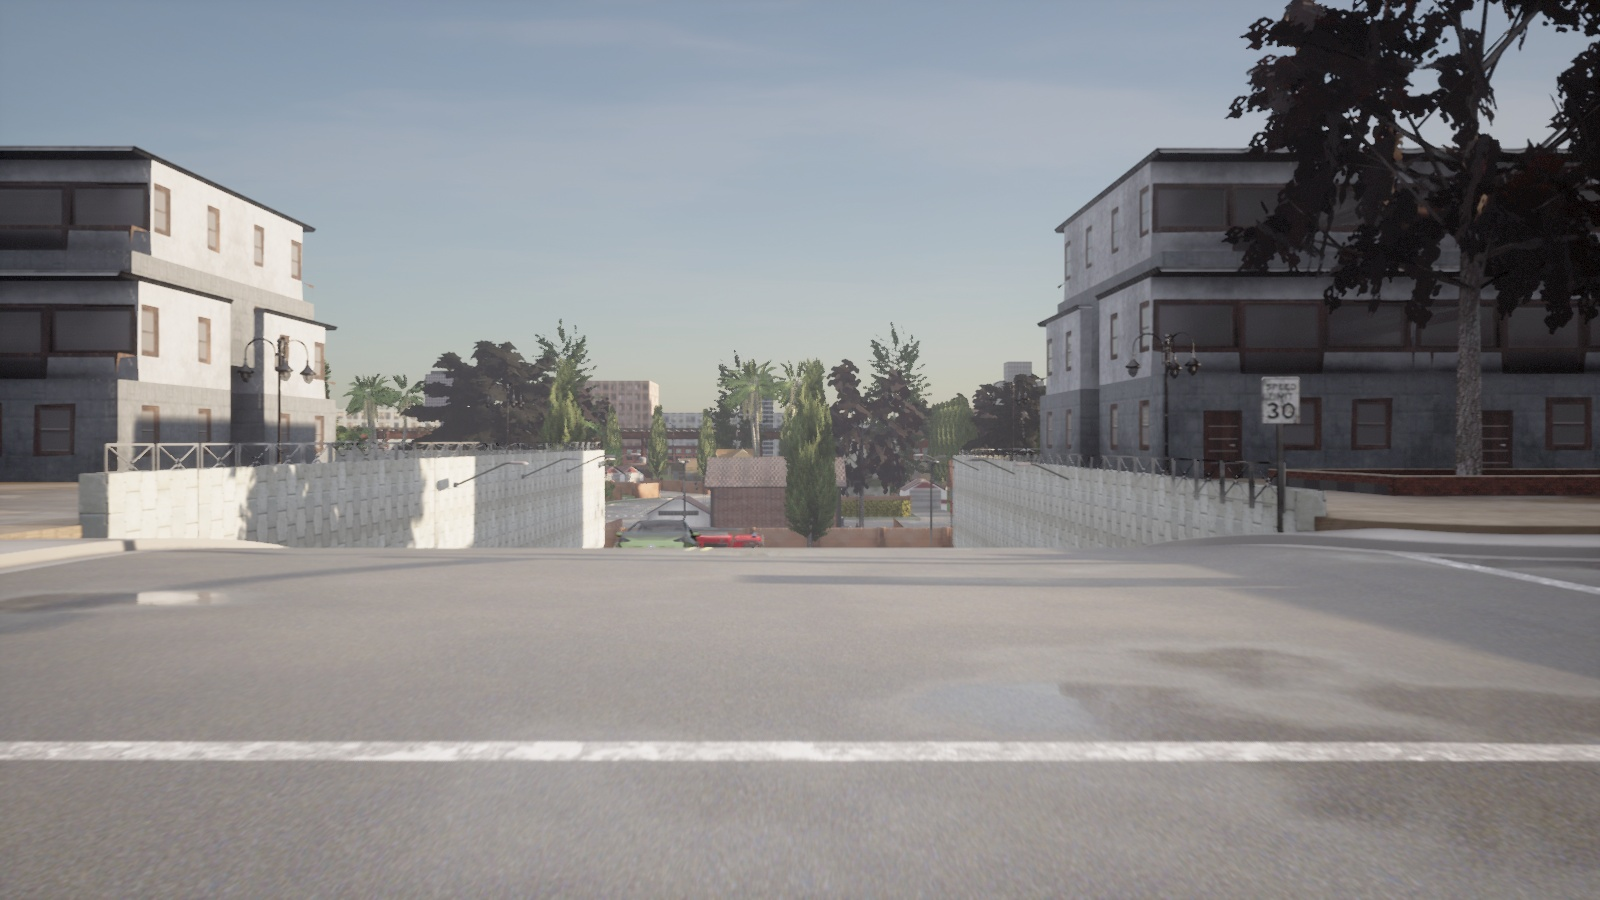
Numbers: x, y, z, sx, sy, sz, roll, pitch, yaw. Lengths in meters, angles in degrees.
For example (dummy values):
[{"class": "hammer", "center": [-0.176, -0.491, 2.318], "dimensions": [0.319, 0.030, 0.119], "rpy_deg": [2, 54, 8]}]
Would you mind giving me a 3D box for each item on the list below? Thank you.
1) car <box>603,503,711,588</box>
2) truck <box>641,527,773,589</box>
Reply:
[{"class": "car", "center": [-3.316, 2.356, 29.935], "dimensions": [2.007, 1.525, 4.514], "rpy_deg": [0, -11, 0]}, {"class": "truck", "center": [-6.033, 7.107, 82.736], "dimensions": [8.468, 3.827, 2.891], "rpy_deg": [0, 0, 0]}]
